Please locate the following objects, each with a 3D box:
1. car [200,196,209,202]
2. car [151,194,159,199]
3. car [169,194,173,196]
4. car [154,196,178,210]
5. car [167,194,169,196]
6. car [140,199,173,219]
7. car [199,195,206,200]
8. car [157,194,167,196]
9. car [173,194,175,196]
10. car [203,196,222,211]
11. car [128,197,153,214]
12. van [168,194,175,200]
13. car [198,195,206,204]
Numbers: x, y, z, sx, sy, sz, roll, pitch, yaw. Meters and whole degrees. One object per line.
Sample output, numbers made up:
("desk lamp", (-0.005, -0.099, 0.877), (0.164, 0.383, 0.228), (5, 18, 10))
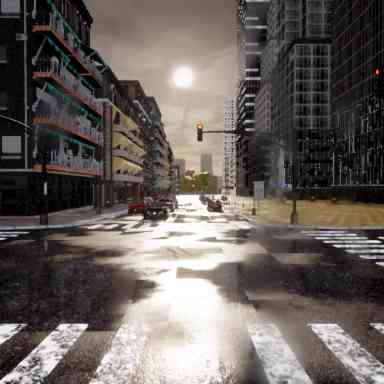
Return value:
("car", (2.781, 1.548, 74.940), (1.887, 1.381, 4.507), (-1, 0, 0))
("car", (-5.629, 1.436, 41.004), (1.967, 1.590, 4.097), (-1, 0, 0))
("car", (-5.576, 1.583, 69.249), (1.802, 1.307, 4.206), (-1, 0, 0))
("car", (-3.025, 1.500, 39.039), (1.837, 1.490, 4.892), (0, 0, 0))
("car", (-5.599, 1.439, 57.950), (1.967, 1.590, 4.097), (-1, 0, 0))
("car", (-3.048, 1.560, 29.129), (1.994, 1.385, 4.181), (0, 0, 0))
("car", (2.811, 1.534, 92.058), (1.752, 1.417, 4.829), (-1, 0, 0))
("car", (-5.611, 1.312, 52.303), (2.192, 1.841, 5.009), (-1, 0, 0))
("car", (-5.550, 1.322, 86.196), (2.192, 1.841, 5.009), (-1, 0, 0))
("car", (2.719, 1.540, 41.046), (1.887, 1.381, 4.507), (-1, 0, 0))
("car", (-5.638, 1.540, 35.355), (1.887, 1.381, 4.507), (-1, 0, 0))
("van", (-5.539, 1.350, 91.844), (1.690, 1.788, 3.998), (-1, 0, 0))
("car", (2.760, 1.551, 63.642), (2.008, 1.369, 4.403), (-1, 0, 0))
